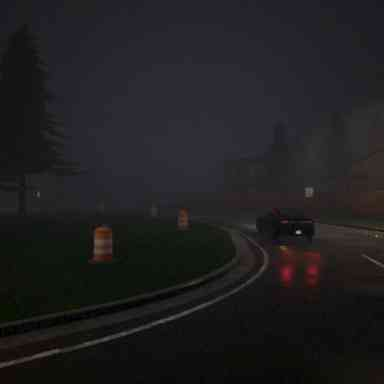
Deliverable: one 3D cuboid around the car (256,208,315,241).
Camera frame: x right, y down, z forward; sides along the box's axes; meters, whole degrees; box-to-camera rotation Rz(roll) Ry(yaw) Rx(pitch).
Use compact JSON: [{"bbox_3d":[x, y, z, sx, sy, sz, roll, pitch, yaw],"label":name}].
[{"bbox_3d":[4.617,1.561,17.025,2.128,1.511,4.902,0,0,-2],"label":"car"}]
